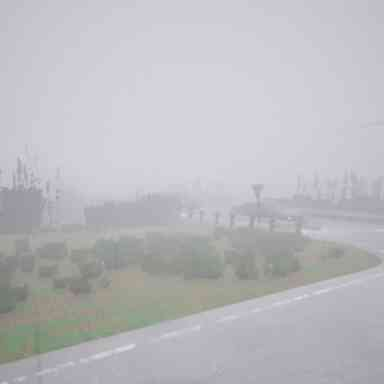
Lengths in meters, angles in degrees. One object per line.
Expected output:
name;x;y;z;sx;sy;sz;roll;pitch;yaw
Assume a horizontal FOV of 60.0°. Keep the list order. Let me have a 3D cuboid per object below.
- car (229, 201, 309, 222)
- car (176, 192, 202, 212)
car;4.651;1.301;21.082;2.033;1.411;5.357;0;2;-33
car;-1.062;0.762;29.687;2.097;1.767;4.553;0;2;-33
